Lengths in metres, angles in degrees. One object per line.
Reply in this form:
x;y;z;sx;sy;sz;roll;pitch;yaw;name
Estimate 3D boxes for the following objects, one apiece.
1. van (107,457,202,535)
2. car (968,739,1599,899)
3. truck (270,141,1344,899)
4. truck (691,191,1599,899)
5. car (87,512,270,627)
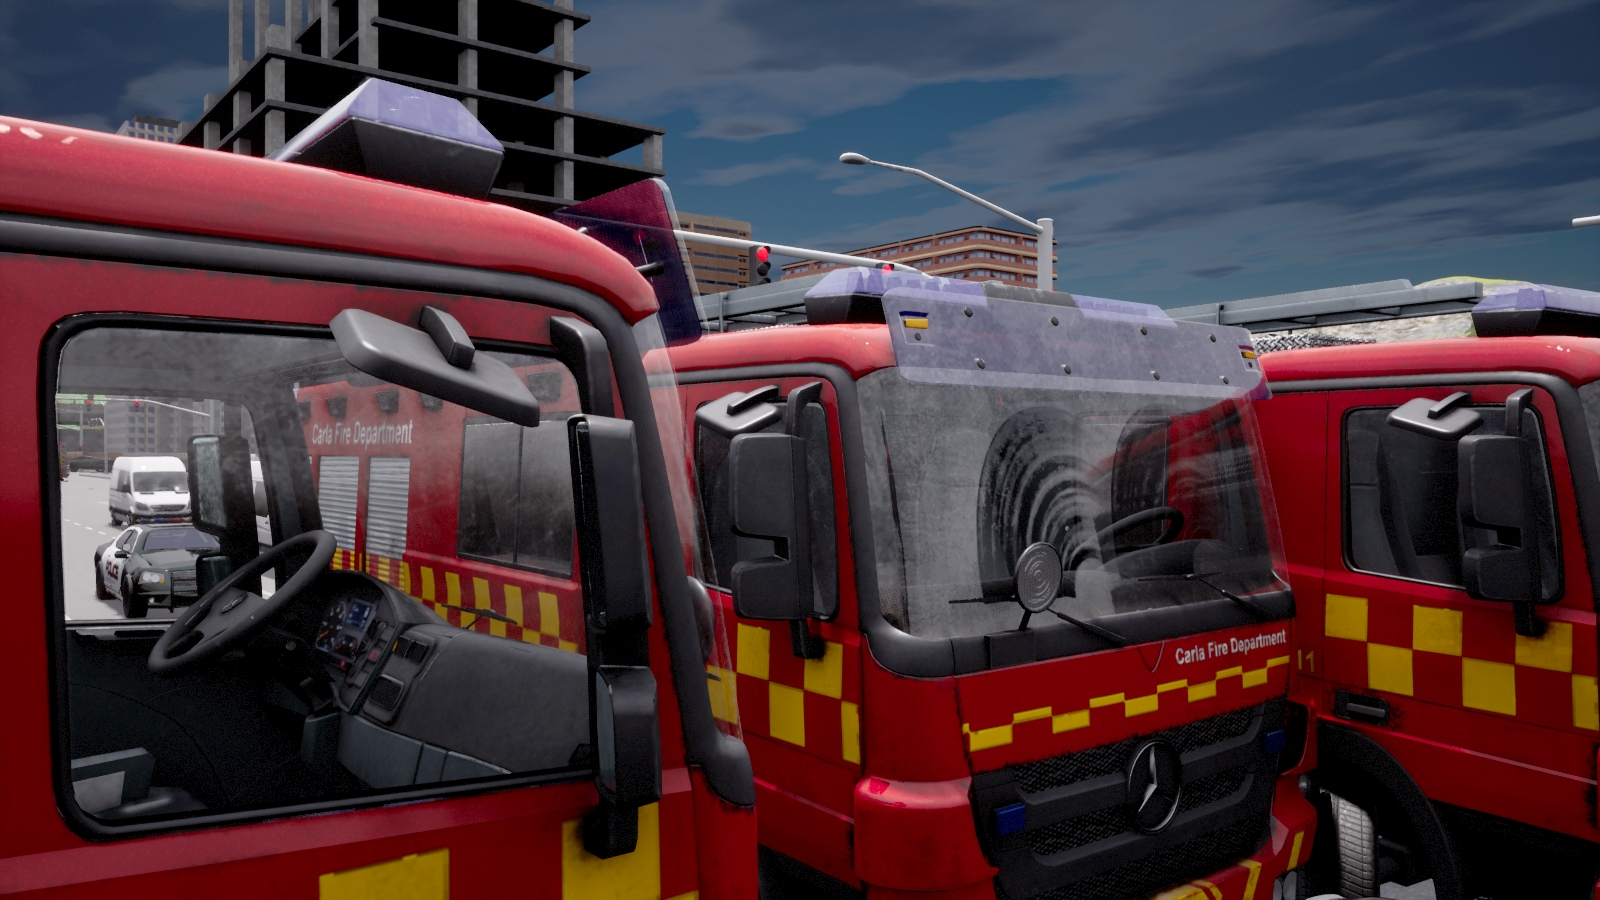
-23.117;1.534;40.777;1.988;2.561;5.915;0;0;-39;van
2.437;2.065;3.109;1.970;1.475;3.806;0;0;-30;car
-1.099;0.890;8.003;2.891;3.827;8.468;0;0;-38;truck
2.348;0.890;8.605;2.891;3.827;8.468;0;0;-31;truck
-11.386;2.037;20.746;2.038;1.542;4.974;0;0;-39;car
